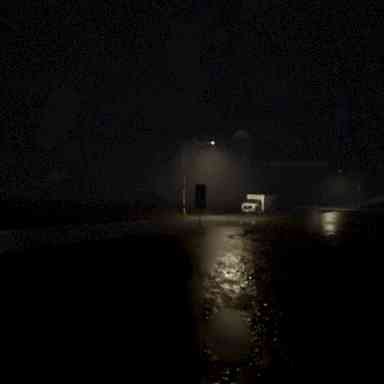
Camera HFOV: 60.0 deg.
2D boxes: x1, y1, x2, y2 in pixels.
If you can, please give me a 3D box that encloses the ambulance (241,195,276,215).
[{"bbox_3d":[8.424,1.587,42.002,2.351,2.431,6.366,2,0,36],"label":"ambulance"}]
